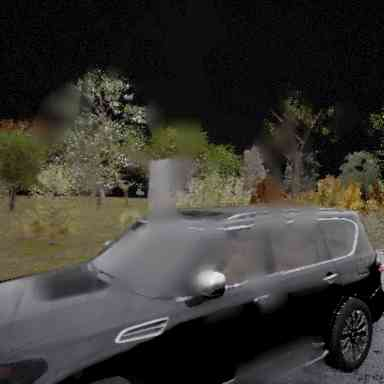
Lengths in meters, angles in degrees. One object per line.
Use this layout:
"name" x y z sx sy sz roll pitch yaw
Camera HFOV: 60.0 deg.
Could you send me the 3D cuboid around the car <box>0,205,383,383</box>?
"car" 0.184 1.225 4.117 5.566 2.045 2.150 0 0 -35
